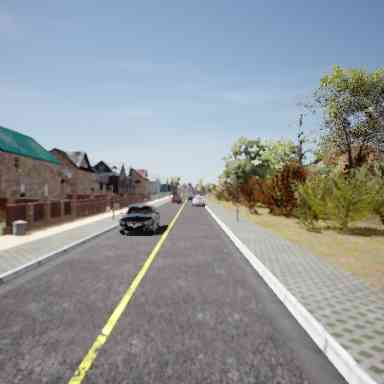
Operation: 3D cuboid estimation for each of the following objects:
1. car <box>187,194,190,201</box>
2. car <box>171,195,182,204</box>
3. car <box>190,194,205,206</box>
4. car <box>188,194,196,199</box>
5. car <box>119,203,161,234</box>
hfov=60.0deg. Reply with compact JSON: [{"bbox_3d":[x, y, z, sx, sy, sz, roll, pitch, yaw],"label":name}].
[{"bbox_3d":[0.010,1.124,68.963,2.033,1.411,5.357,0,0,0],"label":"car"},{"bbox_3d":[-2.774,1.267,60.427,1.882,1.535,5.008,0,0,1],"label":"car"},{"bbox_3d":[0.968,1.356,49.545,1.812,1.442,4.674,0,0,0],"label":"car"},{"bbox_3d":[0.014,1.103,84.060,1.895,1.301,4.718,0,0,0],"label":"car"},{"bbox_3d":[-2.846,1.446,18.885,1.837,1.490,4.892,0,0,0],"label":"car"}]
